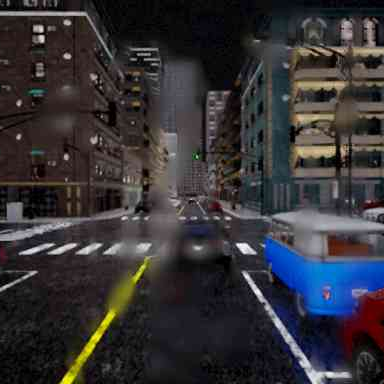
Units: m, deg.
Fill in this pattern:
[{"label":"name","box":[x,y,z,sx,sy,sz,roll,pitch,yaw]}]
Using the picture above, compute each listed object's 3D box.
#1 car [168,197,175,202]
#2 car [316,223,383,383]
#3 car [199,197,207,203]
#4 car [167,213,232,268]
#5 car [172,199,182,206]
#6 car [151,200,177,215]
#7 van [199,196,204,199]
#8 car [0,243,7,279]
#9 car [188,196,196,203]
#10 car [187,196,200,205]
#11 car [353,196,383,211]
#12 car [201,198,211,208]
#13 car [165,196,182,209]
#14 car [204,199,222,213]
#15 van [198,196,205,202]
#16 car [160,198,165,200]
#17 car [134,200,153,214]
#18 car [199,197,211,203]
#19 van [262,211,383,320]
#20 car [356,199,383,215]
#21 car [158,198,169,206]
[{"label":"car","box":[-5.705,2.170,94.640,1.752,1.417,4.829,0,0,0]},{"label":"car","box":[2.682,1.326,1.645,2.192,1.841,5.009,0,0,0]},{"label":"car","box":[2.677,2.092,83.921,1.752,1.417,4.829,-1,0,0]},{"label":"car","box":[0.366,1.638,11.641,1.994,1.385,4.181,0,0,5]},{"label":"car","box":[-3.008,2.046,67.210,1.895,1.301,4.718,0,0,0]},{"label":"car","box":[-3.095,1.844,37.703,1.895,1.301,4.718,0,0,0]},{"label":"van","box":[2.678,1.749,61.659,1.690,1.788,3.998,0,0,0]},{"label":"car","box":[-5.698,1.628,7.171,1.802,1.307,4.206,0,0,0]},{"label":"car","box":[-0.005,1.841,79.027,1.882,1.535,5.008,0,0,0]},{"label":"car","box":[-0.006,1.963,68.603,2.128,1.511,4.902,0,0,0]},{"label":"car","box":[15.757,1.202,26.708,5.009,1.841,2.192,-1,1,0]},{"label":"car","box":[2.681,1.859,45.088,1.947,1.339,4.313,0,0,0]},{"label":"car","box":[-3.078,1.563,51.787,2.150,2.045,5.566,0,-1,0]},{"label":"car","box":[2.681,1.838,39.564,1.802,1.307,4.206,0,0,0]},{"label":"van","box":[2.675,1.987,94.800,1.690,1.788,3.998,-1,0,0]},{"label":"car","box":[-5.701,1.898,50.623,1.947,1.339,4.313,0,0,0]},{"label":"car","box":[-5.700,1.822,39.576,1.947,1.339,4.313,0,0,0]},{"label":"car","box":[2.680,1.914,56.134,1.887,1.381,4.507,0,0,0]},{"label":"van","box":[2.681,1.387,7.172,1.690,1.788,3.998,0,0,0]},{"label":"car","box":[14.842,1.429,24.126,4.674,1.442,1.812,-1,0,0]},{"label":"car","box":[-5.702,1.992,67.193,1.887,1.381,4.507,0,0,0]}]
